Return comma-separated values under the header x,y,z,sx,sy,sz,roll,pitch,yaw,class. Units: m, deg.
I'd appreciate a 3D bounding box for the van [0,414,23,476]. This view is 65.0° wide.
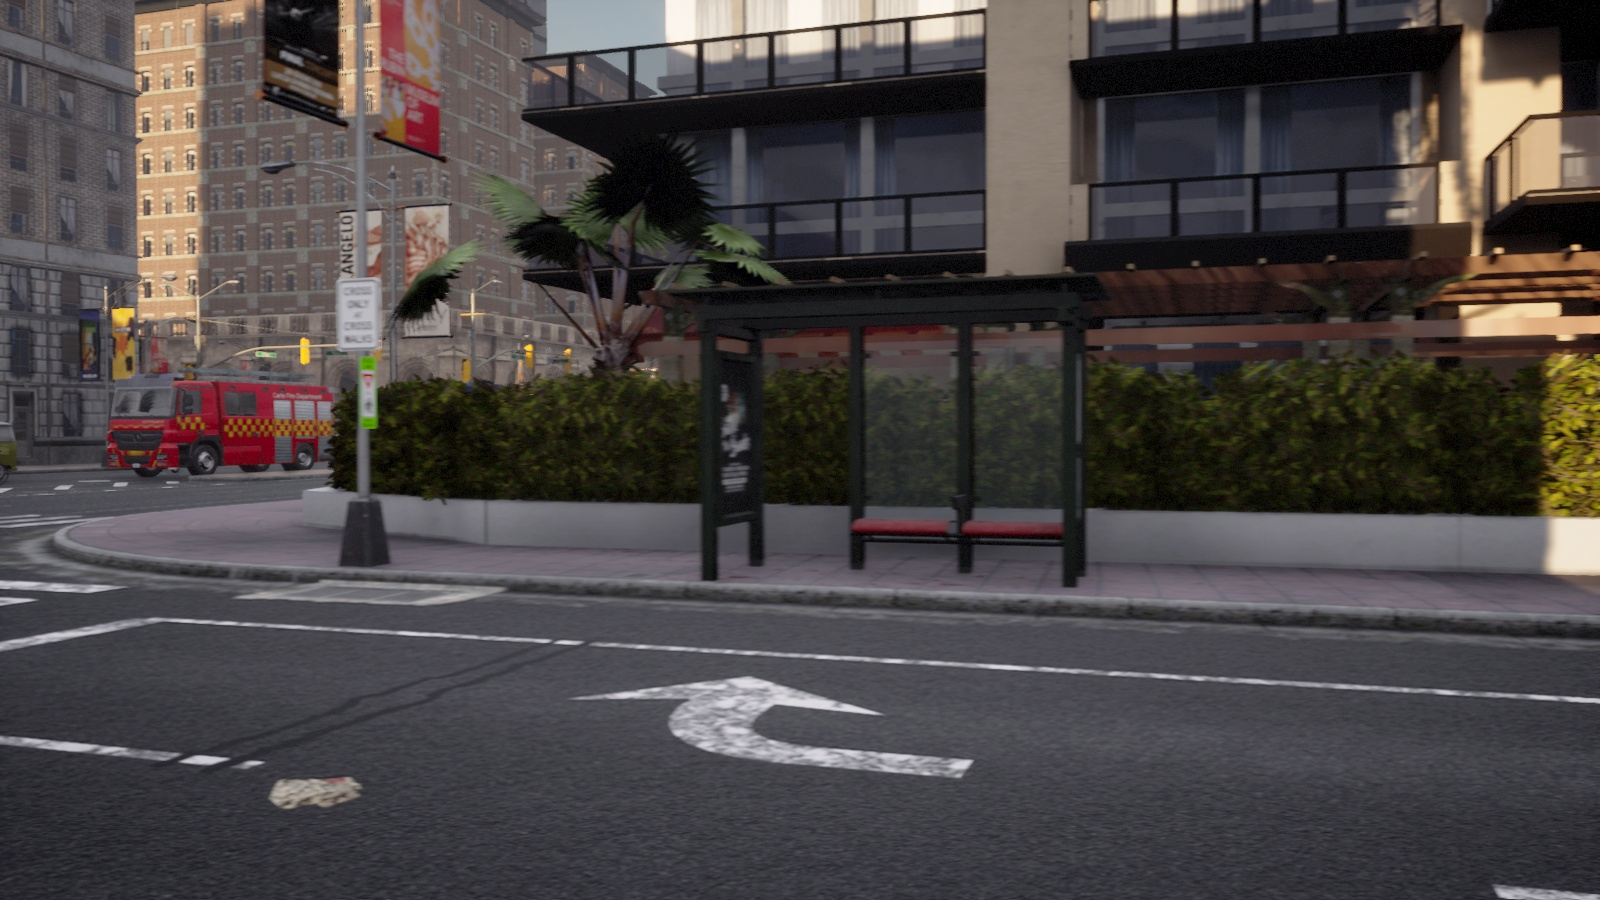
x,y,z,sx,sy,sz,roll,pitch,yaw,class
-27.045,-0.153,39.395,1.775,1.987,4.442,1,1,18,van

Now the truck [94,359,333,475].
x,y,z,sx,sy,sz,roll,pitch,yaw,class
-21.173,-1.155,46.062,2.891,3.827,8.468,1,1,18,truck

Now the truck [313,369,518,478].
x,y,z,sx,sy,sz,roll,pitch,yaw,class
-13.314,-0.916,44.360,2.891,3.462,7.936,1,1,18,truck
